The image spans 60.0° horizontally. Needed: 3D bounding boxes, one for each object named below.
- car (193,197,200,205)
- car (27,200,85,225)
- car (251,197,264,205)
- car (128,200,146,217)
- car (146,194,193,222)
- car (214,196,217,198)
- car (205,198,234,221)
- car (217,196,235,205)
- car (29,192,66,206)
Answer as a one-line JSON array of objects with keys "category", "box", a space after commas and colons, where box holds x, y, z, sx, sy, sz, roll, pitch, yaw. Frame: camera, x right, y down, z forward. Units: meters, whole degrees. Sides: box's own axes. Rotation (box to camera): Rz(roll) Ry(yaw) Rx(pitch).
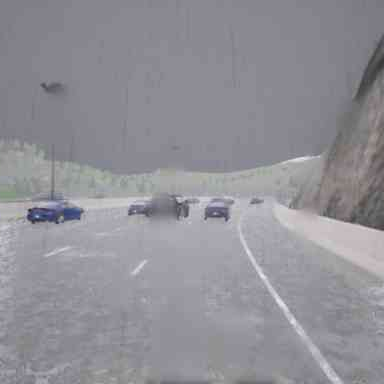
[{"category": "car", "box": [0.016, 1.581, 60.558, 1.994, 1.385, 4.181, 1, 0, 21]}, {"category": "car", "box": [-9.140, 1.345, 22.812, 1.882, 1.535, 5.008, 0, 0, 8]}, {"category": "car", "box": [12.633, 1.714, 63.989, 1.837, 1.490, 4.892, 0, -1, 24]}, {"category": "car", "box": [-4.375, 1.468, 30.295, 1.812, 1.442, 4.674, 1, 0, 10]}, {"category": "car", "box": [-1.664, 1.204, 26.906, 2.150, 2.045, 5.566, 0, 0, 10]}, {"category": "car", "box": [5.218, 1.575, 64.283, 1.882, 1.535, 5.008, 0, 0, 22]}, {"category": "car", "box": [2.247, 1.520, 28.007, 1.882, 1.535, 5.008, 0, 0, 10]}, {"category": "car", "box": [6.253, 1.712, 58.472, 1.895, 1.301, 4.718, 1, 0, 21]}, {"category": "car", "box": [-21.613, 0.986, 50.095, 2.150, 2.045, 5.566, 1, 0, 15]}]
